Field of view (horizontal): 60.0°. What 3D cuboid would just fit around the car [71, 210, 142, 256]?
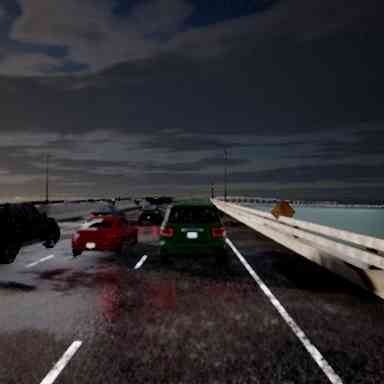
[{"bbox_3d":[-3.443,1.679,13.692,1.812,1.442,4.674,0,0,1],"label":"car"}]

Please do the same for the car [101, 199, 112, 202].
[{"bbox_3d":[-16.739,2.207,65.540,1.837,1.490,4.892,0,-1,2],"label":"car"}]

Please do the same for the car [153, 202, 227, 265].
[{"bbox_3d":[0.037,1.364,12.374,2.150,2.045,5.566,0,0,1],"label":"car"}]

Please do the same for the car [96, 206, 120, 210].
[{"bbox_3d":[-6.859,1.851,27.300,2.033,1.411,5.357,0,-1,1],"label":"car"}]

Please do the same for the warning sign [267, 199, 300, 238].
[{"bbox_3d":[4.582,1.303,16.774,1.300,1.860,1.060,-1,-2,0],"label":"warning sign"}]

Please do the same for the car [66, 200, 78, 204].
[{"bbox_3d":[-23.732,2.249,65.702,2.033,1.411,5.357,0,-1,1],"label":"car"}]

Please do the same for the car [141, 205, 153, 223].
[{"bbox_3d":[-3.337,1.806,28.248,2.128,1.511,4.902,0,0,1],"label":"car"}]

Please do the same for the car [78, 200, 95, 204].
[{"bbox_3d":[-20.234,2.232,65.616,1.812,1.442,4.674,0,-1,1],"label":"car"}]

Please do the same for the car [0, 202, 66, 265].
[{"bbox_3d":[-6.963,1.365,12.411,2.150,2.045,5.566,0,0,1],"label":"car"}]

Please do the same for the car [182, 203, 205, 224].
[{"bbox_3d":[0.178,1.797,28.949,1.882,1.535,5.008,0,0,1],"label":"car"}]
